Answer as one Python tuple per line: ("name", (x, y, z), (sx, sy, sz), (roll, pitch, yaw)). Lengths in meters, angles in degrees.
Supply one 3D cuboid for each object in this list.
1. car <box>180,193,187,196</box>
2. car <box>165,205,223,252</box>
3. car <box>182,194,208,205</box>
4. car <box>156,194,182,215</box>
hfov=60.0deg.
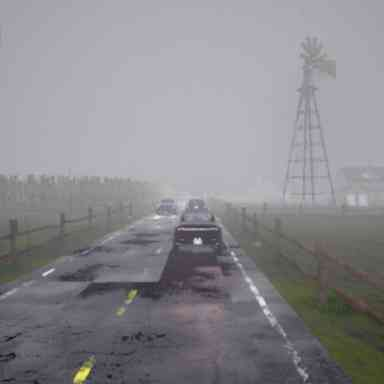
("car", (-1.949, 1.183, 75.839), (2.150, 2.045, 5.566), (0, 0, 1))
("car", (0.227, 1.504, 13.867), (2.128, 1.511, 4.902), (0, 0, 1))
("car", (0.414, 1.380, 31.125), (2.097, 1.767, 4.553), (0, 0, 1))
("car", (-2.495, 1.391, 34.349), (2.097, 1.767, 4.553), (0, 0, 1))
